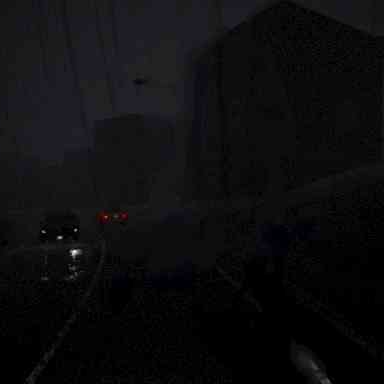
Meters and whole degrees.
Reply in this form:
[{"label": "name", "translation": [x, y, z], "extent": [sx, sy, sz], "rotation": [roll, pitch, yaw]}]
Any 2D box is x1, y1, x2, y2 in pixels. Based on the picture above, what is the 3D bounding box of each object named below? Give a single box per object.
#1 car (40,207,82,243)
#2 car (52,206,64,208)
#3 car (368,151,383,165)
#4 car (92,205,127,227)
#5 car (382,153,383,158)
[{"label": "car", "translation": [-7.002, 1.779, 17.915], "extent": [2.033, 1.411, 5.357], "rotation": [-1, -1, -20]}, {"label": "car", "translation": [-16.037, 2.452, 39.978], "extent": [2.033, 1.411, 5.357], "rotation": [-2, -1, -43]}, {"label": "car", "translation": [34.689, -6.217, 61.166], "extent": [2.435, 2.045, 5.566], "rotation": [0, 1, 10]}, {"label": "car", "translation": [-6.545, 1.792, 25.979], "extent": [1.801, 1.575, 5.366], "rotation": [-1, -1, -26]}, {"label": "car", "translation": [33.735, -5.790, 55.771], "extent": [2.002, 1.452, 4.674], "rotation": [0, 1, 10]}]
